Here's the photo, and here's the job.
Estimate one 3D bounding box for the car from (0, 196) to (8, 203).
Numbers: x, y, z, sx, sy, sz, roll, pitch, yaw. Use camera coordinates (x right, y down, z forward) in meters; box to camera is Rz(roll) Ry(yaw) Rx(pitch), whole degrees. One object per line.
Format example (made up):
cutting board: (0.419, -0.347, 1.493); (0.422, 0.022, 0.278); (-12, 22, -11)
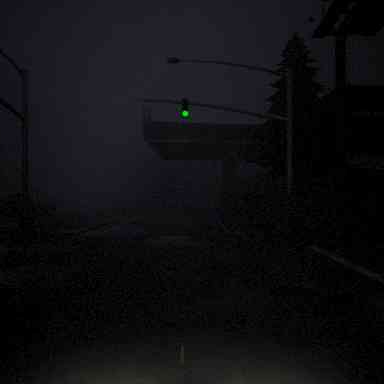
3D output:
car: (-41.659, 1.568, 70.929); (3.633, 1.501, 1.845); (0, 0, 0)

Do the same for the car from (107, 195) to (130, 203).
car: (-15.625, 1.474, 70.772); (4.514, 1.523, 2.007); (0, 0, 0)

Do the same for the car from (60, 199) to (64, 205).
car: (-23.343, 1.452, 55.838); (3.633, 1.501, 1.845); (0, 0, 0)

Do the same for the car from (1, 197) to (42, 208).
car: (-23.449, 1.416, 45.846); (4.514, 1.523, 2.007); (0, 0, 0)

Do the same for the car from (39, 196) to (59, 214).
car: (-15.761, 1.445, 33.378); (3.806, 1.475, 1.970); (0, 0, 0)

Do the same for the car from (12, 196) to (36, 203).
car: (-34.257, 1.557, 67.901); (3.806, 1.475, 1.970); (0, 0, 0)

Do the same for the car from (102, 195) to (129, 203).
car: (-15.593, 1.461, 67.635); (5.027, 1.636, 2.152); (0, 0, 0)

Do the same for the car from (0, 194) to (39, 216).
car: (-16.394, 1.158, 30.057); (3.866, 1.878, 1.905); (0, 0, 0)
